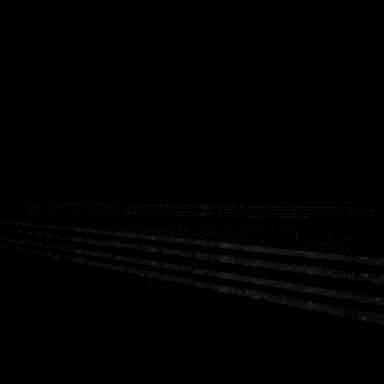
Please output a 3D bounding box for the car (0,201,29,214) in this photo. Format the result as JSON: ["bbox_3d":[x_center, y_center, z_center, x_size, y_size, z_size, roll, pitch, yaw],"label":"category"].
[{"bbox_3d":[-20.487,1.685,36.528,5.357,1.411,2.033,0,0,18],"label":"car"}]
